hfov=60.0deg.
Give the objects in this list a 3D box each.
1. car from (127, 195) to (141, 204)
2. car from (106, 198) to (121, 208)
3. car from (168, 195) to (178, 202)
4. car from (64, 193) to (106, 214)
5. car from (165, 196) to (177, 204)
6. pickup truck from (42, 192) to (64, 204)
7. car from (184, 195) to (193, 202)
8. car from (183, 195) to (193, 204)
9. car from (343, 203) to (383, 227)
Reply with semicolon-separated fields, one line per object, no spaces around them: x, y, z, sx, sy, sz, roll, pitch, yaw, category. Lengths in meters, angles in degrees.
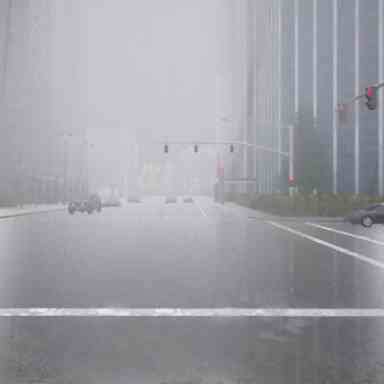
-11.269;1.335;64.640;2.097;1.767;4.553;0;0;0;car
-11.182;1.552;46.284;1.994;1.385;4.181;0;0;0;car
-4.324;1.521;75.238;2.033;1.411;5.357;0;0;0;car
-11.085;1.213;34.864;2.150;2.045;5.566;0;0;-1;car
-4.140;1.584;64.977;1.895;1.301;4.718;0;0;0;car
-24.321;1.044;60.016;2.390;2.098;6.274;0;0;30;pickup truck
-0.828;1.367;75.567;1.882;1.535;5.008;0;0;0;car
-0.743;1.509;65.316;1.812;1.442;4.674;0;0;0;car
12.634;1.499;22.053;4.892;1.490;1.837;0;0;0;car
